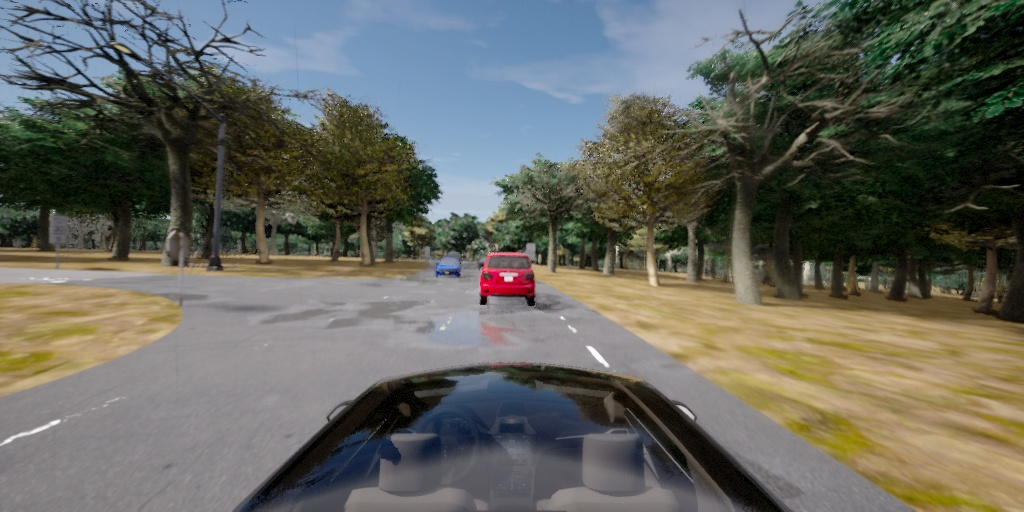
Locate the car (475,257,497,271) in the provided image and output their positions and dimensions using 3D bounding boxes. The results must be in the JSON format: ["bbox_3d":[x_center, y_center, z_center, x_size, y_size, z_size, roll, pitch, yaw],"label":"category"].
[{"bbox_3d":[-3.200,0.931,42.918,2.033,1.411,5.357,1,0,-9],"label":"car"}]

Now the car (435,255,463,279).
[{"bbox_3d":[-5.067,0.938,29.013,1.882,1.535,5.008,1,1,-6],"label":"car"}]

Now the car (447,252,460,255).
[{"bbox_3d":[-7.800,0.486,47.959,2.150,2.045,5.566,1,1,-10],"label":"car"}]

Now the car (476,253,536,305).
[{"bbox_3d":[-0.257,0.877,15.619,2.150,2.045,5.566,1,1,-3],"label":"car"}]
